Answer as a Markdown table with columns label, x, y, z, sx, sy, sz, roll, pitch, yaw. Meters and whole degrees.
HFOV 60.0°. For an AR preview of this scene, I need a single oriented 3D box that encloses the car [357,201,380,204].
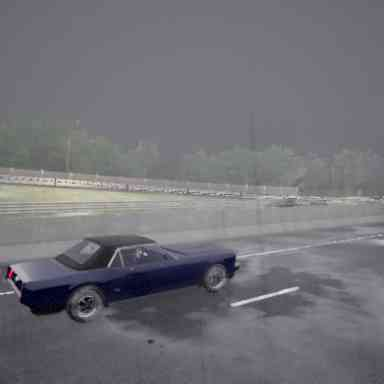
| label | x | y | z | sx | sy | sz | roll | pitch | yaw |
| --- | --- | --- | --- | --- | --- | --- | --- | --- | --- |
| car | 18.042 | 1.588 | 34.053 | 4.181 | 1.385 | 1.994 | 0 | 0 | -35 |

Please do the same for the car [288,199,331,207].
| label | x | y | z | sx | sy | sz | roll | pitch | yaw |
| --- | --- | --- | --- | --- | --- | --- | --- | --- | --- |
| car | 12.528 | 1.619 | 34.425 | 4.718 | 1.301 | 1.895 | 0 | 0 | -35 |

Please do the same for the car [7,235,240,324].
| label | x | y | z | sx | sy | sz | roll | pitch | yaw |
| --- | --- | --- | --- | --- | --- | --- | --- | --- | --- |
| car | -1.214 | 1.601 | 7.188 | 4.718 | 1.301 | 1.895 | 0 | 0 | -36 |

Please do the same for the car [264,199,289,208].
| label | x | y | z | sx | sy | sz | roll | pitch | yaw |
| --- | --- | --- | --- | --- | --- | --- | --- | --- | --- |
| car | 10.151 | 1.522 | 37.027 | 4.892 | 1.490 | 1.837 | 0 | 0 | -35 |
